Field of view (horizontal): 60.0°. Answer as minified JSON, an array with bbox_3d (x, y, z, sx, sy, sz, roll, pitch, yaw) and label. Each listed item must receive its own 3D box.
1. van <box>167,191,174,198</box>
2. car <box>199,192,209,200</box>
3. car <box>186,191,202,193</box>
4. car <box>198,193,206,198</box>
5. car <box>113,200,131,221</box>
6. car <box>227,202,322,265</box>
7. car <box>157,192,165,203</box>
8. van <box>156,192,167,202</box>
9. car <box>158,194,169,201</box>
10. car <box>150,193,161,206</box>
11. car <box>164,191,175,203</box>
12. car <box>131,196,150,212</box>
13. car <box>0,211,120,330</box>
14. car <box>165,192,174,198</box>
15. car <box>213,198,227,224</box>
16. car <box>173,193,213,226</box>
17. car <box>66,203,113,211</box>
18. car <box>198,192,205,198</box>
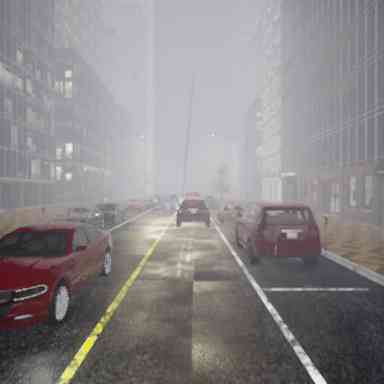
[{"bbox_3d":[-5.795,0.629,90.998,1.690,1.788,3.998,0,0,0],"label":"van"},{"bbox_3d":[2.605,0.870,73.918,1.967,1.590,4.097,0,0,0],"label":"car"},{"bbox_3d":[0.055,0.920,40.541,2.150,2.045,5.566,0,1,0],"label":"car"},{"bbox_3d":[2.591,0.917,85.303,1.802,1.307,4.206,0,0,0],"label":"car"},{"bbox_3d":[-5.715,1.399,22.696,1.947,1.339,4.313,0,0,0],"label":"car"},{"bbox_3d":[2.681,1.233,11.308,2.192,1.841,5.009,0,0,0],"label":"car"},{"bbox_3d":[-5.756,1.112,56.848,1.887,1.381,4.507,0,0,0],"label":"car"},{"bbox_3d":[-5.761,0.863,62.538,1.690,1.788,3.998,0,0,0],"label":"van"},{"bbox_3d":[-5.769,1.058,68.232,1.802,1.307,4.206,0,0,0],"label":"car"},{"bbox_3d":[-5.742,1.208,45.464,2.008,1.369,4.403,0,0,0],"label":"car"},{"bbox_3d":[-3.072,1.092,55.189,1.837,1.490,4.892,0,0,0],"label":"car"},{"bbox_3d":[-5.728,1.329,34.078,1.802,1.307,4.206,0,0,0],"label":"car"},{"bbox_3d":[-3.108,1.425,7.189,1.882,1.535,5.008,0,0,0],"label":"car"},{"bbox_3d":[-5.789,0.775,85.306,1.967,1.590,4.097,0,0,0],"label":"car"},{"bbox_3d":[2.666,1.358,22.862,1.752,1.417,4.829,0,0,0],"label":"car"},{"bbox_3d":[0.073,1.190,22.045,2.097,1.767,4.553,0,0,0],"label":"car"},{"bbox_3d":[-5.708,1.427,17.003,2.008,1.369,4.403,0,0,0],"label":"car"},{"bbox_3d":[2.584,0.812,91.165,1.752,1.417,4.829,0,0,0],"label":"car"}]
